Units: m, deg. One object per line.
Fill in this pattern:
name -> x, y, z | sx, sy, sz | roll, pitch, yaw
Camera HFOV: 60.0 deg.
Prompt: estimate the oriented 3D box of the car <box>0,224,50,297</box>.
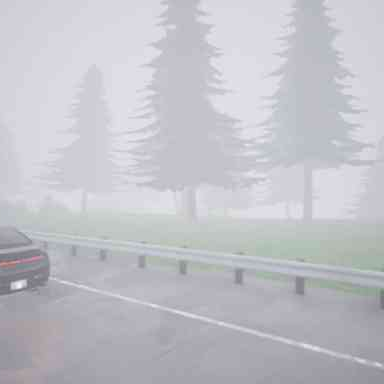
car -> -5.233, 1.480, 7.607 | 4.892, 1.490, 1.837 | 0, 0, 35
